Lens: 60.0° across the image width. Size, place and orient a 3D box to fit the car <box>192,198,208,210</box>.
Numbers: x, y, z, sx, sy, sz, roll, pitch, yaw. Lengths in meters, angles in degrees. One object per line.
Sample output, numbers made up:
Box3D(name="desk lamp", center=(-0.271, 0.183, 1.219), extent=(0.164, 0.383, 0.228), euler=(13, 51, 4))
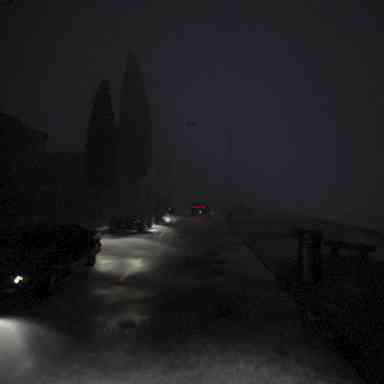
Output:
Box3D(name="car", center=(1.122, 1.627, 46.040), extent=(2.128, 1.511, 4.902), euler=(0, 0, 2))

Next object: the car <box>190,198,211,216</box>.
Box3D(name="car", center=(0.842, 1.606, 33.731), extent=(1.837, 1.490, 4.892), euler=(0, 0, 2))

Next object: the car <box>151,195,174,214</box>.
Box3D(name="car", center=(-3.154, 1.308, 36.510), extent=(2.150, 2.045, 5.566), euler=(0, 0, 2))

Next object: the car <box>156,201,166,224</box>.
Box3D(name="car", center=(-3.407, 1.623, 25.770), extent=(1.994, 1.385, 4.181), euler=(0, 0, 1))

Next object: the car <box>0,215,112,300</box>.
Box3D(name="car", center=(-3.915, 1.555, 8.821), extent=(2.033, 1.411, 5.357), euler=(0, 0, 1))

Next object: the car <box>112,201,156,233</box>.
Box3D(name="car", center=(-3.631, 1.519, 20.285), extent=(1.882, 1.535, 5.008), euler=(0, 0, 1))
